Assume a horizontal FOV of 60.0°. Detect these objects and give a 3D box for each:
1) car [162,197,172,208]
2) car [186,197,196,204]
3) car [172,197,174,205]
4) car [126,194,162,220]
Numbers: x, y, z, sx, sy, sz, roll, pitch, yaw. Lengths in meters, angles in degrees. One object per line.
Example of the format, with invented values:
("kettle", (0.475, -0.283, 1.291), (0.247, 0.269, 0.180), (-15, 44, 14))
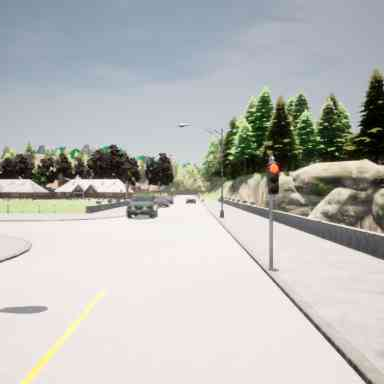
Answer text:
("car", (-4.233, 1.525, 47.000), (1.812, 1.442, 4.674), (0, 0, 0))
("car", (-0.180, 1.601, 63.408), (1.895, 1.301, 4.718), (0, 0, 0))
("car", (-4.242, 1.546, 60.663), (2.033, 1.411, 5.357), (0, 0, 0))
("car", (-4.179, 1.222, 28.817), (2.150, 2.045, 5.566), (0, 0, 0))
